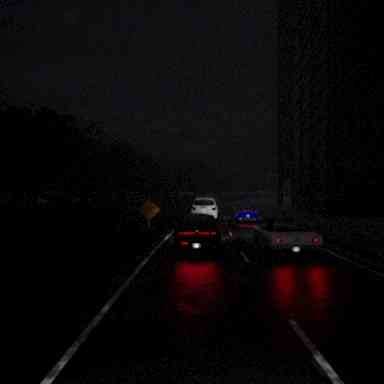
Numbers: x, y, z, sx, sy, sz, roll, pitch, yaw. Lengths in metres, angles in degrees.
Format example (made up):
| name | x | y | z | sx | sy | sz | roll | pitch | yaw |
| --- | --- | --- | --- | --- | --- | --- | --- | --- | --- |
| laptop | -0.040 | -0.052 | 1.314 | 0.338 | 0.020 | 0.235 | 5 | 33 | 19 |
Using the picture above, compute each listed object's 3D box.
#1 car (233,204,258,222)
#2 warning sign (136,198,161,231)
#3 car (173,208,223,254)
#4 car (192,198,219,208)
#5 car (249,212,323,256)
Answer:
| name | x | y | z | sx | sy | sz | roll | pitch | yaw |
| --- | --- | --- | --- | --- | --- | --- | --- | --- | --- |
| car | 4.682 | 1.765 | 29.008 | 1.882 | 1.535 | 5.008 | 0 | 0 | 5 |
| warning sign | -2.538 | 1.314 | 19.618 | 1.300 | 1.860 | 1.060 | 0 | 0 | 3 |
| car | 0.260 | 1.656 | 14.216 | 1.837 | 1.490 | 4.892 | 0 | 0 | 2 |
| car | 1.151 | 1.497 | 28.824 | 2.150 | 2.045 | 5.566 | 0 | 0 | 5 |
| car | 3.746 | 1.747 | 13.894 | 1.895 | 1.301 | 4.718 | 0 | -1 | 2 |
